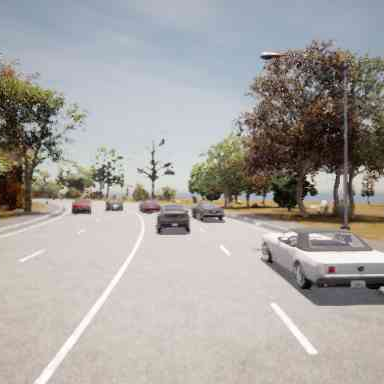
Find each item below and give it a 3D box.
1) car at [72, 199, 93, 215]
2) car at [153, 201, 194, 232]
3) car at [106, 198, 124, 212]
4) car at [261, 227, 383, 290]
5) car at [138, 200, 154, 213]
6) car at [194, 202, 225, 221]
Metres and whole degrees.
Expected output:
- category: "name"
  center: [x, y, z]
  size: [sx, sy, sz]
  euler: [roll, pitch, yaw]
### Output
- category: "car"
  center: [-11.520, 1.486, 34.996]
  size: [1.882, 1.535, 5.008]
  euler: [0, 0, -16]
- category: "car"
  center: [-1.226, 1.510, 20.248]
  size: [1.837, 1.490, 4.892]
  euler: [0, 0, -7]
- category: "car"
  center: [-9.216, 1.502, 39.553]
  size: [2.128, 1.511, 4.902]
  euler: [0, 0, -17]
- category: "car"
  center: [3.305, 1.599, 9.029]
  size: [1.895, 1.301, 4.718]
  euler: [0, 0, -3]
- category: "car"
  center: [-4.947, 1.576, 38.069]
  size: [1.994, 1.385, 4.181]
  euler: [0, 0, -16]
- category: "car"
  center: [1.201, 1.555, 27.549]
  size: [2.033, 1.411, 5.357]
  euler: [0, 0, -11]
